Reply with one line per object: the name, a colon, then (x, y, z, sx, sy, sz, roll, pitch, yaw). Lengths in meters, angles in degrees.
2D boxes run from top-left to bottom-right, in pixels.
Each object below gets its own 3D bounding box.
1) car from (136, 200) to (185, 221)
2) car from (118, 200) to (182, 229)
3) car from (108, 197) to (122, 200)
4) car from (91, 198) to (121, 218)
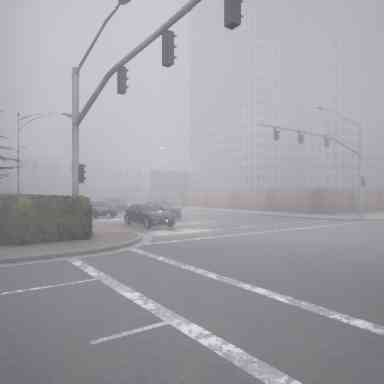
car: (-2.762, 1.478, 27.978, 1.882, 1.535, 5.008, 0, 0, -35)
car: (-2.903, 1.505, 22.098, 1.837, 1.490, 4.892, 0, 0, -35)
car: (-8.320, 1.354, 35.884, 2.097, 1.767, 4.553, 0, 0, -35)
car: (-8.513, 1.547, 30.066, 2.033, 1.411, 5.357, 0, 0, -35)
